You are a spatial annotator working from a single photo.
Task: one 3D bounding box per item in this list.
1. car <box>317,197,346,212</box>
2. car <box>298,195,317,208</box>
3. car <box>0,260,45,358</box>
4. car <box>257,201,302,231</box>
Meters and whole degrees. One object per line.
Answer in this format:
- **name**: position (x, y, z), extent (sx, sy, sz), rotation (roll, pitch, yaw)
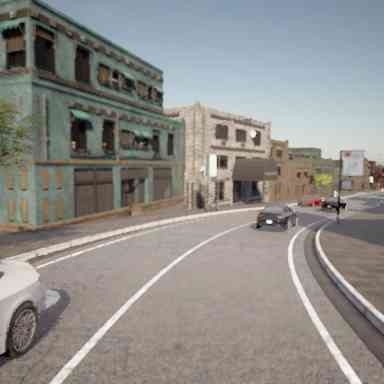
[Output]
- **car**: position (16.082, 1.373, 37.558), extent (1.882, 1.535, 5.008), rotation (4, 3, 35)
- **car**: position (15.060, 1.147, 42.514), extent (1.882, 1.535, 5.008), rotation (4, 3, 36)
- **car**: position (-3.269, 1.474, 3.284), extent (1.812, 1.442, 4.674), rotation (1, 0, 6)
- **car**: position (5.311, 1.485, 20.548), extent (1.812, 1.442, 4.674), rotation (3, 1, 26)
